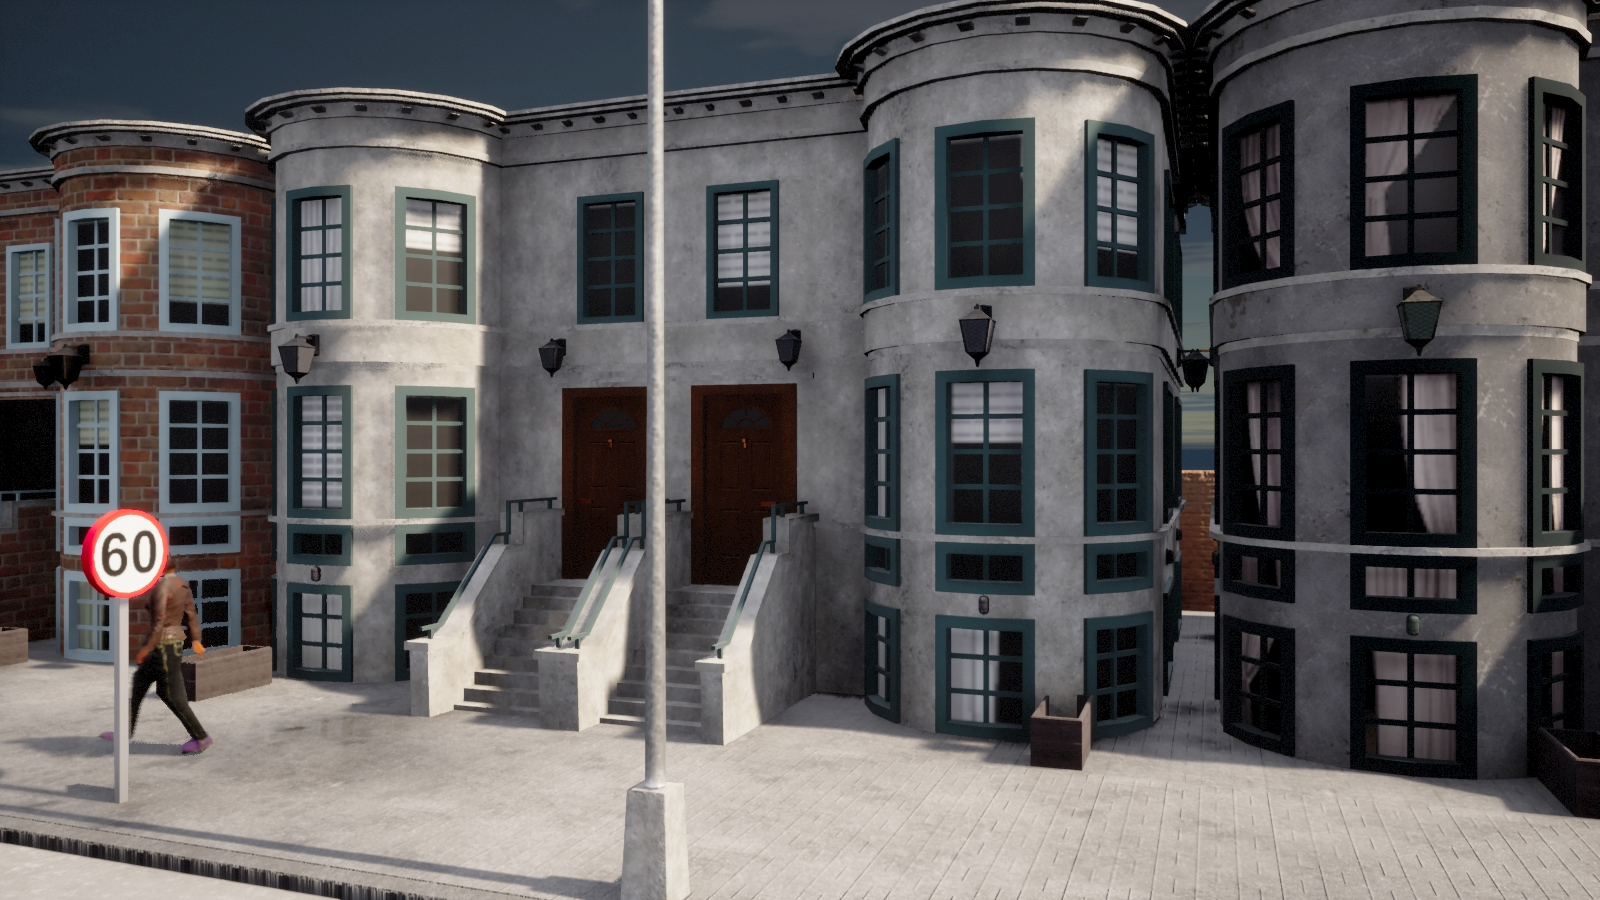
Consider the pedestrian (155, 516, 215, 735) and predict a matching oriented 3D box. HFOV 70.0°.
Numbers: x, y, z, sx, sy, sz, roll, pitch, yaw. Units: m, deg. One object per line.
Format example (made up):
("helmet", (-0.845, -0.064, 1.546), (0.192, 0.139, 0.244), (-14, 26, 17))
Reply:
("pedestrian", (-5.414, 1.524, 10.064), (0.375, 1.860, 0.375), (0, 0, -12))
